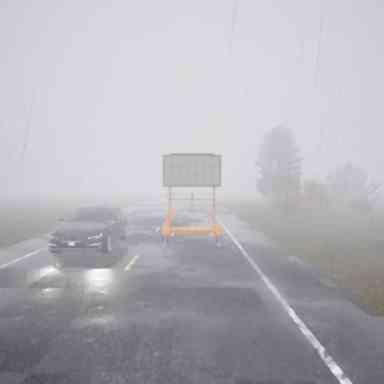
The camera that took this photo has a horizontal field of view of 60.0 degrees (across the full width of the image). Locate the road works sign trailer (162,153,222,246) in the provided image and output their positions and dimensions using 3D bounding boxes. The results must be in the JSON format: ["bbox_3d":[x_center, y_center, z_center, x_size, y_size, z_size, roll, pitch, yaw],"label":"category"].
[{"bbox_3d":[0.003,0.188,13.724,2.380,3.560,2.880,0,1,0],"label":"road works sign trailer"}]

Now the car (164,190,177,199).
[{"bbox_3d":[-3.545,0.412,56.115,1.837,1.490,4.892,0,1,0],"label":"car"}]

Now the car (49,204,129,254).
[{"bbox_3d":[-3.597,1.256,12.366,1.837,1.490,4.892,0,1,0],"label":"car"}]
